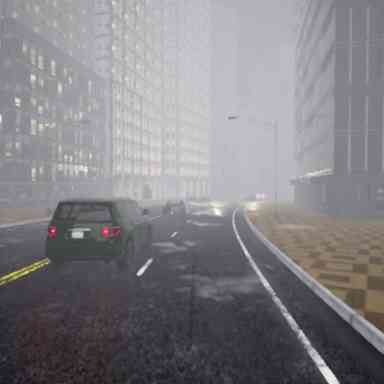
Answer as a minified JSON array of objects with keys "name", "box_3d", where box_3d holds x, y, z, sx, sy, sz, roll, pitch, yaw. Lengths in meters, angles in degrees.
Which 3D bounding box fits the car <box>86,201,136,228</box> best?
[{"name":"car","box_3d":[-5.355,1.414,22.745,1.837,1.490,4.892,0,0,6]}]

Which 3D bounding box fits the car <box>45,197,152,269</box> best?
[{"name":"car","box_3d":[-2.791,1.178,11.182,2.150,2.045,5.566,0,0,3]}]

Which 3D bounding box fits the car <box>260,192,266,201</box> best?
[{"name":"car","box_3d":[16.015,1.377,80.910,1.812,1.442,4.674,1,0,21]}]

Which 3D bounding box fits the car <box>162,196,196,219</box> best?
[{"name":"car","box_3d":[-1.261,1.398,28.242,2.128,1.511,4.902,0,0,7]}]

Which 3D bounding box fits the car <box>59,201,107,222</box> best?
[{"name":"car","box_3d":[-8.290,1.450,25.800,1.994,1.385,4.181,0,0,7]}]

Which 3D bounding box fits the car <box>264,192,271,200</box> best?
[{"name":"car","box_3d":[18.180,1.074,86.380,2.150,2.045,5.566,1,0,22]}]

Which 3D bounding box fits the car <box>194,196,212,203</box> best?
[{"name":"car","box_3d":[2.323,1.407,63.236,1.895,1.301,4.718,0,0,16]}]

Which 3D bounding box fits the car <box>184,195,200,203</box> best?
[{"name":"car","box_3d":[-0.008,1.367,66.836,1.895,1.301,4.718,0,0,16]}]

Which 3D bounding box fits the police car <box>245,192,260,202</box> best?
[{"name":"police car","box_3d":[12.776,1.281,71.827,1.930,1.638,5.238,1,0,18]}]
